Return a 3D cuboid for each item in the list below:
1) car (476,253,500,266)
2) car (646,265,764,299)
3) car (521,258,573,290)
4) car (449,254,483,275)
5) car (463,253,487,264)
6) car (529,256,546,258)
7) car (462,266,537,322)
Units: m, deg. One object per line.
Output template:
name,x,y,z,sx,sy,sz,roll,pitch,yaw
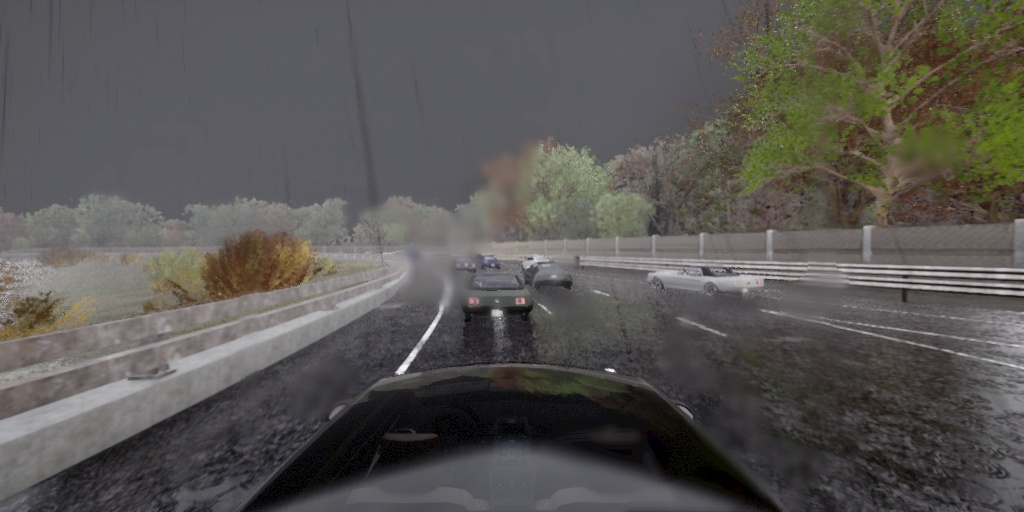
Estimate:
car,-2.609,0.649,36.865,1.812,1.442,4.674,0,1,-19
car,8.384,1.068,16.185,1.895,1.301,4.718,-1,1,-23
car,1.815,0.988,19.541,1.994,1.385,4.181,0,1,-10
car,-4.174,0.791,30.411,2.033,1.411,5.357,0,1,-16
car,-5.441,0.361,52.134,1.837,1.490,4.892,0,1,-26
car,2.266,0.703,33.155,1.812,1.442,4.674,0,1,-16
car,-0.562,1.174,11.589,1.895,1.301,4.718,0,1,-5
